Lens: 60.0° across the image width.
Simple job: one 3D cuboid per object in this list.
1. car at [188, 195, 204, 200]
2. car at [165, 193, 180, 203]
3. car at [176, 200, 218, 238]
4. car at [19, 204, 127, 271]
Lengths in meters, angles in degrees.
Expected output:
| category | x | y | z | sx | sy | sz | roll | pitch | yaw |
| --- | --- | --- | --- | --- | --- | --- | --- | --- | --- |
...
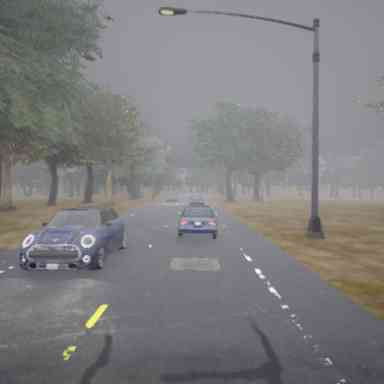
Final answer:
| category | x | y | z | sx | sy | sz | roll | pitch | yaw |
| --- | --- | --- | --- | --- | --- | --- | --- | --- | --- |
| car | 0.550 | 1.080 | 41.280 | 2.033 | 1.411 | 5.357 | 1 | 1 | 1 |
| car | -3.029 | 0.957 | 52.488 | 1.837 | 1.490 | 4.892 | 0 | 1 | 1 |
| car | 0.275 | 1.355 | 16.546 | 2.033 | 1.411 | 5.357 | 1 | 1 | 1 |
| car | -3.502 | 1.261 | 10.634 | 2.097 | 1.767 | 4.553 | 0 | 1 | 1 |
